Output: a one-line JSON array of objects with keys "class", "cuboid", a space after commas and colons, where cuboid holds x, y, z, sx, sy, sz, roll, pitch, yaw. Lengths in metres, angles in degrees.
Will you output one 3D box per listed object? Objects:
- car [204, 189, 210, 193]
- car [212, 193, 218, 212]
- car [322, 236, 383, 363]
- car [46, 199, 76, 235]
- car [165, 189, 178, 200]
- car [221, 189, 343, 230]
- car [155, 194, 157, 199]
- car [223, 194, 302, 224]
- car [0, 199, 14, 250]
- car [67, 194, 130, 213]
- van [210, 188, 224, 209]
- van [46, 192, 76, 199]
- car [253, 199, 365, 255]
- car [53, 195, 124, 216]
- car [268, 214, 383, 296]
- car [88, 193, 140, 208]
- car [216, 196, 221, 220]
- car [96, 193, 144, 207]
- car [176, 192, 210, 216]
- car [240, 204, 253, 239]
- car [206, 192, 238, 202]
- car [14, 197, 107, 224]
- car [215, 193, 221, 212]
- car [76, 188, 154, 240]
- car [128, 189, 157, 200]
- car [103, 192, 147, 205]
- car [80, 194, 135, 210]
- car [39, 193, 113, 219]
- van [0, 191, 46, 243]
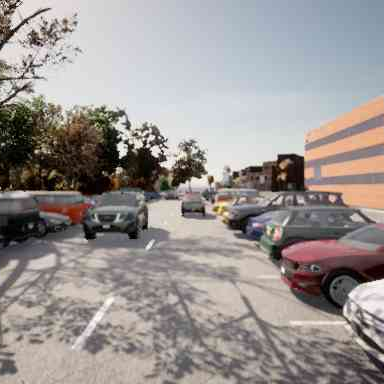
[{"class": "car", "cuboid": [4.420, 0.700, 46.581, 5.008, 1.535, 2.097, 0, 1, 0]}, {"class": "car", "cuboid": [4.417, 1.031, 29.631, 4.674, 1.452, 2.002, 0, 1, 0]}, {"class": "car", "cuboid": [4.417, 1.463, 4.203, 4.674, 1.452, 2.002, 0, 1, 0]}, {"class": "car", "cuboid": [-8.161, 1.232, 15.442, 4.892, 1.521, 2.231, 0, 1, 0]}, {"class": "car", "cuboid": [-3.318, 0.417, 55.002, 2.097, 1.767, 4.553, 0, 1, 0]}, {"class": "car", "cuboid": [4.386, 0.980, 15.499, 5.566, 2.045, 2.435, 0, 1, 0]}, {"class": "car", "cuboid": [-8.131, 0.401, 49.192, 5.566, 2.045, 2.435, 0, 1, 0]}, {"class": "car", "cuboid": [4.383, 1.009, 21.152, 4.553, 1.767, 2.185, 0, 1, 0]}, {"class": "car", "cuboid": [-8.125, 1.204, 9.669, 4.553, 1.767, 2.185, 0, 1, 0]}, {"class": "car", "cuboid": [-8.158, 0.994, 29.433, 5.008, 1.535, 2.097, 0, 1, 0]}, {"class": "van", "cuboid": [4.298, 0.717, 32.451, 4.442, 1.987, 1.878, 0, 1, 0]}, {"class": "van", "cuboid": [-8.269, 0.957, 18.263, 4.442, 1.987, 1.878, 0, 1, 0]}, {"class": "car", "cuboid": [4.383, 1.201, 9.851, 4.553, 1.767, 2.185, 0, 1, 0]}, {"class": "car", "cuboid": [-8.149, 1.042, 26.610, 5.008, 1.535, 2.097, 0, 1, 0]}, {"class": "car", "cuboid": [4.420, 1.375, 7.027, 5.008, 1.535, 2.097, 0, 1, 0]}, {"class": "car", "cuboid": [-8.149, 0.896, 35.204, 5.008, 1.535, 2.097, 0, 1, 0]}, {"class": "car", "cuboid": [4.229, 1.180, 18.329, 5.366, 1.575, 1.946, 0, 1, 0]}, {"class": "car", "cuboid": [-8.149, 0.848, 38.027, 5.008, 1.535, 2.097, 0, 1, 0]}, {"class": "car", "cuboid": [0.100, 1.051, 26.718, 2.128, 1.511, 4.902, 0, 1, 0]}, {"class": "car", "cuboid": [4.412, 1.319, 12.679, 4.674, 1.452, 2.002, 0, 1, 0]}, {"class": "car", "cuboid": [4.417, 0.689, 49.409, 4.674, 1.452, 2.002, 0, 1, 0]}, {"class": "car", "cuboid": [-8.159, 1.137, 20.964, 5.008, 1.535, 2.097, 0, 1, 0]}, {"class": "car", "cuboid": [4.600, 1.084, 23.979, 5.366, 1.575, 1.946, 0, 1, 0]}, {"class": "car", "cuboid": [-3.351, 0.971, 15.744, 2.150, 2.045, 5.566, 0, 1, 0]}, {"class": "car", "cuboid": [-8.096, 0.413, 54.973, 4.553, 1.767, 2.185, 0, 0, 0]}, {"class": "car", "cuboid": [-8.150, 0.801, 40.851, 4.892, 1.521, 2.231, 0, 1, 0]}, {"class": "car", "cuboid": [-8.183, 0.973, 32.381, 4.792, 1.488, 2.163, 0, 1, 0]}, {"class": "car", "cuboid": [-8.184, 0.964, 23.785, 4.553, 1.767, 2.185, 0, 1, 0]}, {"class": "van", "cuboid": [-8.273, 1.054, 12.614, 4.442, 1.987, 1.878, 0, 1, 0]}]
